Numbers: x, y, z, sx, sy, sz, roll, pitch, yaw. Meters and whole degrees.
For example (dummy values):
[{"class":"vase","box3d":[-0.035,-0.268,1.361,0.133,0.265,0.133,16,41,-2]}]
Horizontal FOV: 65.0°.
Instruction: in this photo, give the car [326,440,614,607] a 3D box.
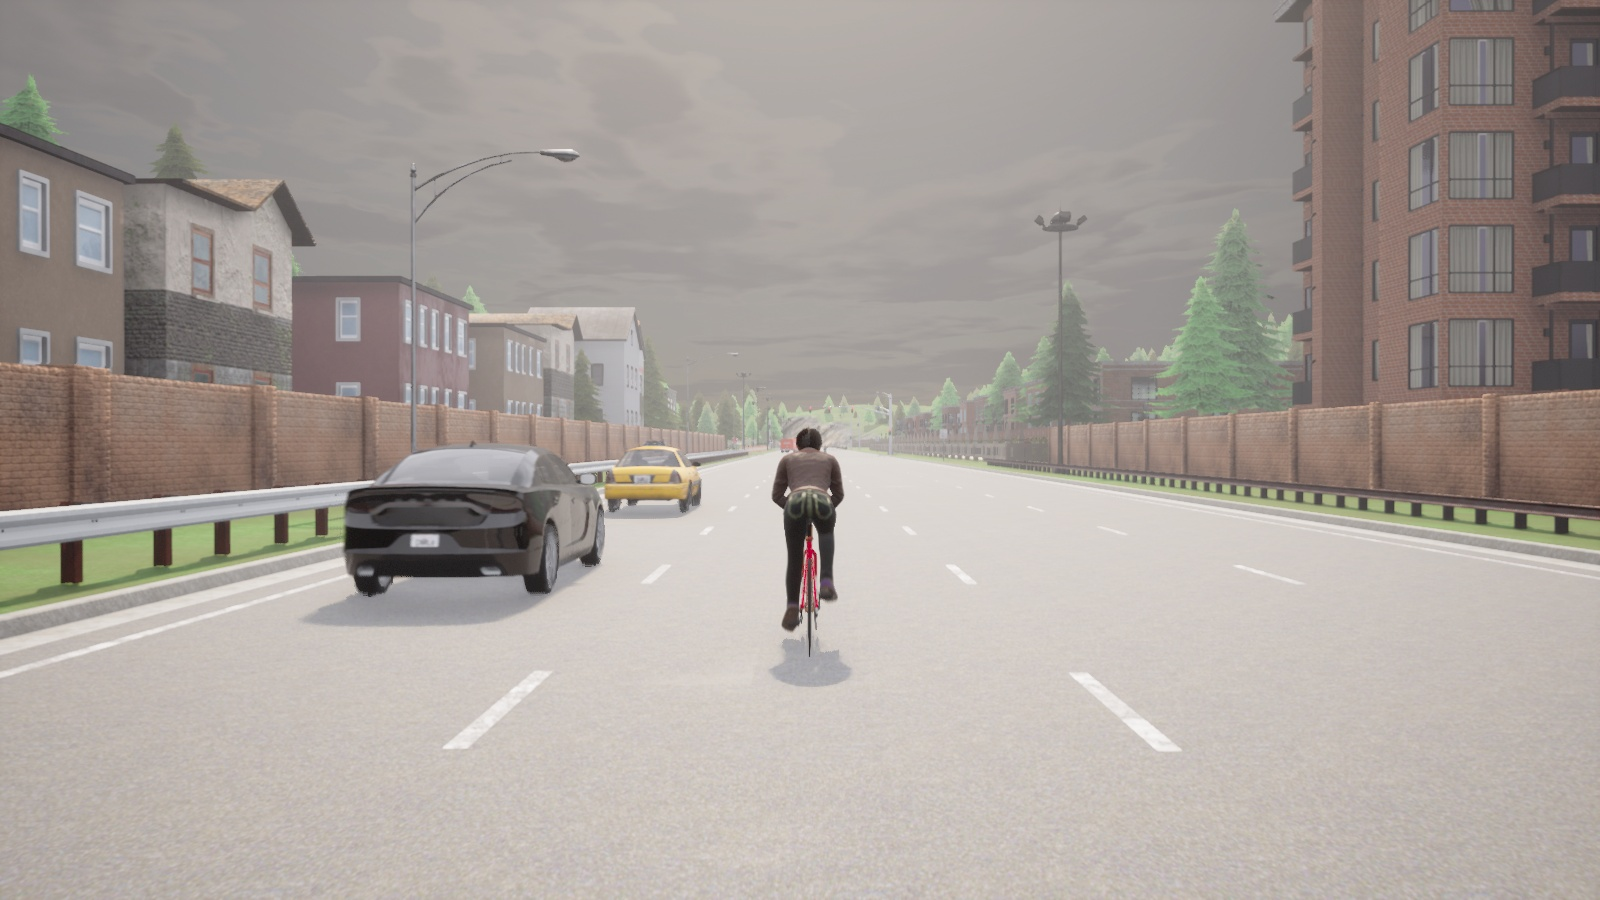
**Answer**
[{"class":"car","box3d":[-3.406,0.661,14.059,1.882,1.535,5.008,0,0,0]}]

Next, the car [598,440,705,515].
[{"class":"car","box3d":[-3.322,0.558,29.065,1.801,1.575,5.366,0,0,0]}]

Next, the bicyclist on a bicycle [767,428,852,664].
[{"class":"bicyclist on a bicycle","box3d":[0.068,0.659,9.426,0.582,1.620,1.656,0,0,0]}]
